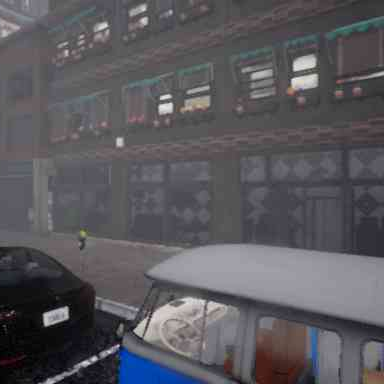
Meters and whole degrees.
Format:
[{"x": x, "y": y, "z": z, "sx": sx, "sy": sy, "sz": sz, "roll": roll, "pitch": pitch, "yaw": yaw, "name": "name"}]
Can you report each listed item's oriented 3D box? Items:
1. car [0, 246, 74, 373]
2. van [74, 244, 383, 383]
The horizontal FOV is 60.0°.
[{"x": -3.346, "y": 1.542, "z": 5.266, "sx": 4.313, "sy": 1.339, "sz": 1.947, "roll": 0, "pitch": 0, "yaw": 35, "name": "car"}, {"x": 1.265, "y": 1.341, "z": 1.980, "sx": 3.998, "sy": 1.788, "sz": 1.690, "roll": 0, "pitch": 0, "yaw": 35, "name": "van"}]
